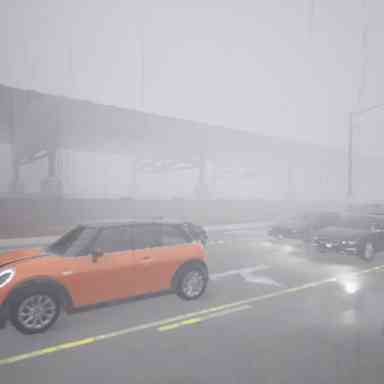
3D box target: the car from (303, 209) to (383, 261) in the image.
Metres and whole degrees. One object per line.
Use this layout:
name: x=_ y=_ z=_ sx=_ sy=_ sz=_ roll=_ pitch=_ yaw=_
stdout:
car: x=6.723 y=1.625 z=12.961 sx=4.892 sy=1.490 sz=1.837 roll=0 pitch=0 yaw=-35

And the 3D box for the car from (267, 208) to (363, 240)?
car: x=6.265 y=1.678 z=16.934 sx=5.357 sy=1.411 sz=2.033 roll=0 pitch=0 yaw=-35

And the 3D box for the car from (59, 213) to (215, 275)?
car: x=-1.718 y=1.564 z=11.268 sx=4.892 sy=1.490 sz=1.837 roll=1 pitch=-1 yaw=-35

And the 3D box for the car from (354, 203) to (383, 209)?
car: x=10.655 y=1.505 z=20.062 sx=4.553 sy=1.767 sz=2.097 roll=0 pitch=0 yaw=-35

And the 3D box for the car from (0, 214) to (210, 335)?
car: x=-1.876 y=1.379 z=6.890 sx=4.553 sy=1.767 sz=2.097 roll=1 pitch=0 yaw=-35
